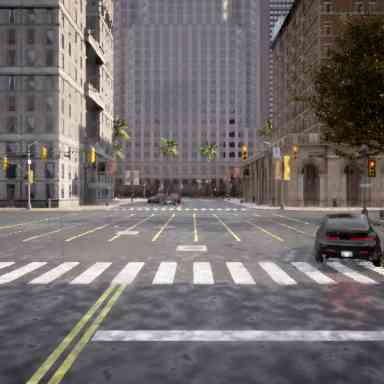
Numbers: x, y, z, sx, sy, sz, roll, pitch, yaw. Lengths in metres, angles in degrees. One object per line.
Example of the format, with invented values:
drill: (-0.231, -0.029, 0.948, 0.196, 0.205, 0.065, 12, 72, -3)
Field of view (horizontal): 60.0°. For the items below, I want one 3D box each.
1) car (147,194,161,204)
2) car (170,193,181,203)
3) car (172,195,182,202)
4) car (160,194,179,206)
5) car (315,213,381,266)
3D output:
car: (-7.170, 1.547, 61.786, 2.033, 1.411, 5.357, 0, 0, 1)
car: (-3.593, 1.222, 66.397, 2.150, 2.045, 5.566, 0, 0, 1)
car: (-3.476, 1.524, 77.057, 2.128, 1.511, 4.902, 0, 0, 0)
car: (-3.687, 1.491, 55.253, 2.128, 1.511, 4.902, 0, 0, 0)
car: (5.473, 1.507, 11.765, 1.837, 1.490, 4.892, -1, 0, 25)
